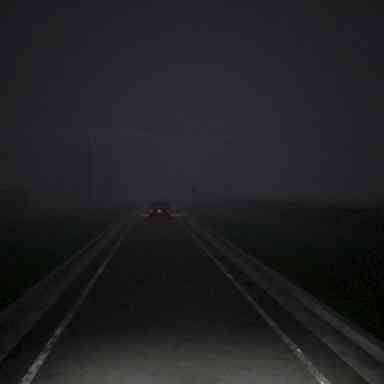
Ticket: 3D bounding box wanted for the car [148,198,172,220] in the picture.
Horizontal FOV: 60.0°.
[{"bbox_3d":[-2.658,1.491,27.620,2.033,1.411,5.357,0,0,-5],"label":"car"}]
